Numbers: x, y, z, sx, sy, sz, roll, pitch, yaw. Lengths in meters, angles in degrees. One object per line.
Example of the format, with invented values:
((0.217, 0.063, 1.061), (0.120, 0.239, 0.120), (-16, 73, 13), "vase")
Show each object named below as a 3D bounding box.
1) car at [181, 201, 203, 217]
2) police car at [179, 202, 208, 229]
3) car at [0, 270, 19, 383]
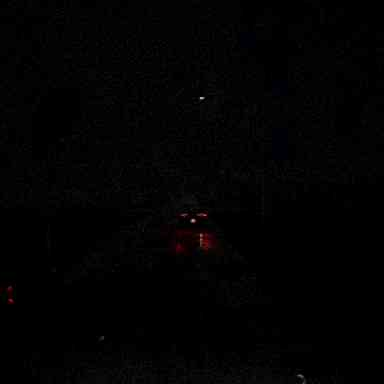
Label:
((-0.043, 1.828, 36.341), (2.163, 1.488, 4.792), (0, -1, -1), "car")
((0.077, 1.718, 23.863), (2.038, 1.542, 4.974), (0, -1, 0), "police car")
((-2.824, 1.233, 1.079), (2.150, 2.045, 5.566), (0, -1, 0), "car")
